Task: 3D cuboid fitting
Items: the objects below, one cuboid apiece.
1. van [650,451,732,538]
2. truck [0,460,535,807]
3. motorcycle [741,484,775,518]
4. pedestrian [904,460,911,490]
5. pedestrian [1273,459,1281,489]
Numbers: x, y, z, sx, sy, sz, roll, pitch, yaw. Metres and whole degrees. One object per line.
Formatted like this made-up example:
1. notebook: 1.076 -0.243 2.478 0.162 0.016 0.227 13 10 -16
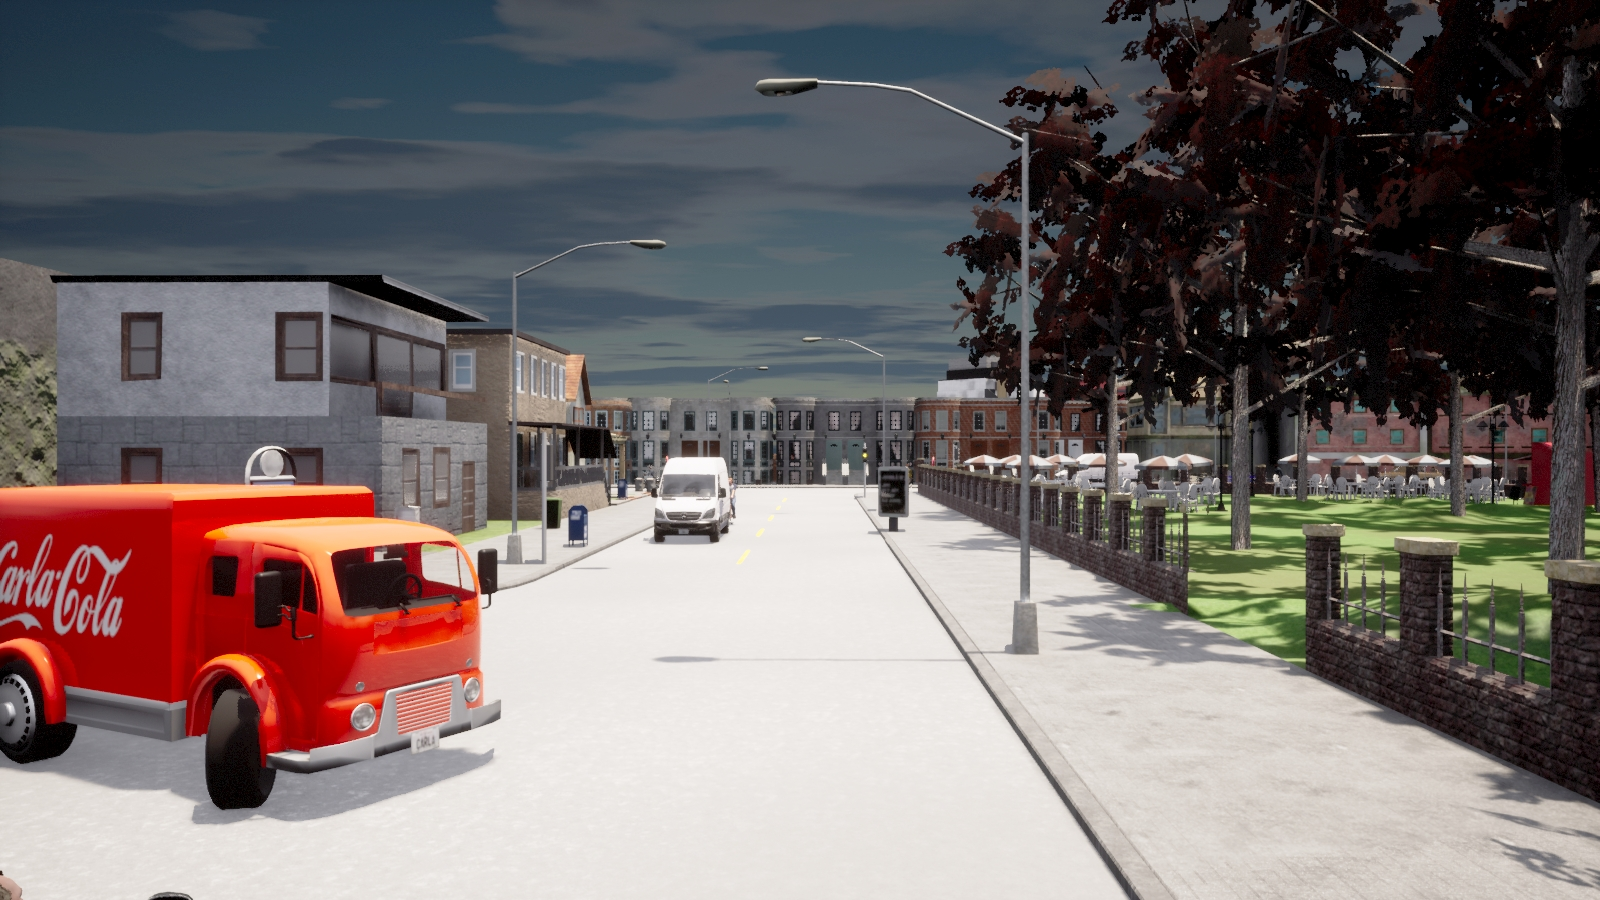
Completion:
1. van: -3.393 1.314 36.728 1.988 2.561 5.915 0 0 1
2. truck: -5.363 1.348 10.682 5.204 2.467 2.627 0 0 29
3. motorcycle: -1.677 1.985 45.065 0.867 1.251 2.209 0 0 -15
4. pedestrian: 6.534 1.516 69.523 0.375 1.860 0.375 0 0 3
5. pedestrian: 30.219 1.525 72.392 0.375 1.860 0.375 0 0 -1
